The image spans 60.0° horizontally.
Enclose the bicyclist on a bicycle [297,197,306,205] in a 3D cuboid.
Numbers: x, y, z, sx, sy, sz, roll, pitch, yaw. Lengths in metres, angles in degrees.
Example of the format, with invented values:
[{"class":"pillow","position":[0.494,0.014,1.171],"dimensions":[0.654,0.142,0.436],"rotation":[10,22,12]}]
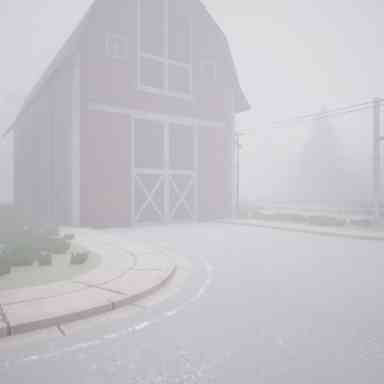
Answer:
[{"class":"bicyclist on a bicycle","position":[13.338,1.322,40.263],"dimensions":[1.656,1.620,0.582],"rotation":[46,-25,-24]}]

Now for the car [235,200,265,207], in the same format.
[{"class":"car","position":[5.908,1.574,38.046],"dimensions":[2.033,1.411,5.357],"rotation":[0,0,-35]}]
